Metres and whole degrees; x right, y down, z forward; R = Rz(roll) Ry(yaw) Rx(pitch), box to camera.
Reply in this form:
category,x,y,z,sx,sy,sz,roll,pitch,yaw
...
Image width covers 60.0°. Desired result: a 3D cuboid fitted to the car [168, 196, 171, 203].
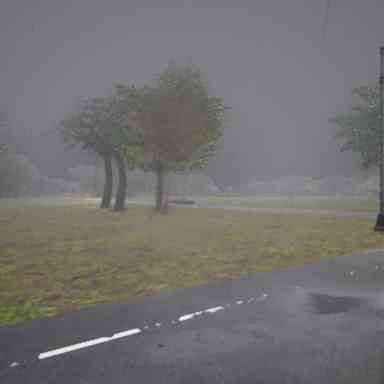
category,x,y,z,sx,sy,sz,roll,pitch,yaw
car,-4.897,1.575,69.589,1.994,1.385,4.181,1,0,-34

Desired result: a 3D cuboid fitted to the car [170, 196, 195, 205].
category,x,y,z,sx,sy,sz,roll,pitch,yaw
car,-1.445,1.725,64.453,2.033,1.411,5.357,1,-1,-34
